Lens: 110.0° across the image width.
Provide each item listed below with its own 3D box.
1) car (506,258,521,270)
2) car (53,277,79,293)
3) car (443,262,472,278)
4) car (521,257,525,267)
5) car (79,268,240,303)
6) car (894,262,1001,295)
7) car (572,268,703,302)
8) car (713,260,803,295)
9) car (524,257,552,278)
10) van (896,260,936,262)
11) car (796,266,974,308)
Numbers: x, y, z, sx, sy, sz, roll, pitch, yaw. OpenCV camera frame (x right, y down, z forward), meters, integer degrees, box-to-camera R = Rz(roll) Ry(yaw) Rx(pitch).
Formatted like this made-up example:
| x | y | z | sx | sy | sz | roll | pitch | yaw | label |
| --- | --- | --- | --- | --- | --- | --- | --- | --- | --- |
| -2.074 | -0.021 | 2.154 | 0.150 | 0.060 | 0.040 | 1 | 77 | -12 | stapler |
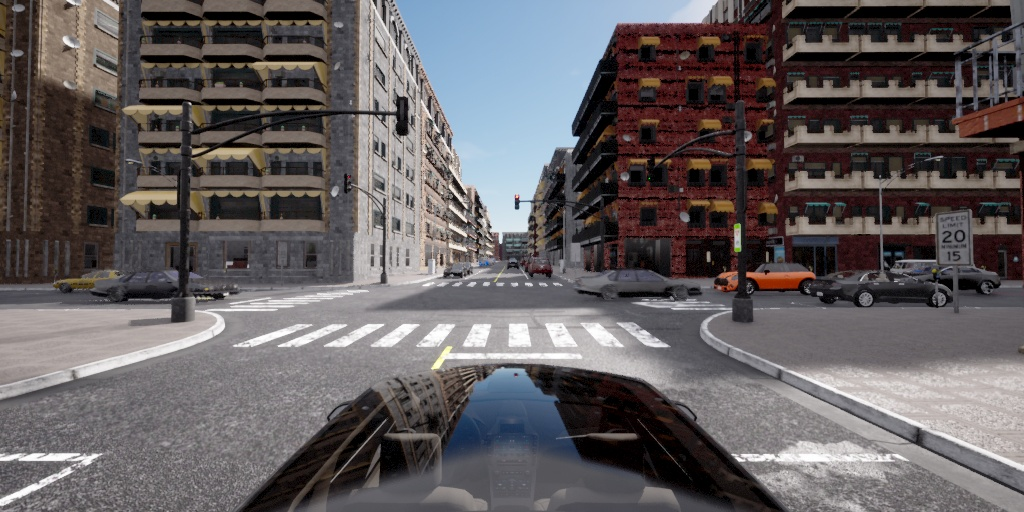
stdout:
| x | y | z | sx | sy | sz | roll | pitch | yaw | label |
| --- | --- | --- | --- | --- | --- | --- | --- | --- | --- |
| 0.162 | 1.297 | 54.649 | 1.837 | 1.490 | 4.892 | 0 | 0 | 0 | car |
| -24.420 | 1.436 | 21.481 | 4.829 | 1.417 | 1.751 | 0 | 0 | 0 | car |
| -5.277 | 1.328 | 33.736 | 1.948 | 1.339 | 4.313 | 0 | 0 | 0 | car |
| 2.617 | 1.086 | 44.895 | 2.192 | 1.841 | 5.009 | 0 | 0 | 0 | car |
| -15.368 | 1.316 | 16.010 | 5.357 | 1.411 | 2.033 | 0 | -1 | 1 | car |
| 22.419 | 1.220 | 18.865 | 4.902 | 1.511 | 2.128 | 0 | -1 | 0 | car |
| 5.436 | 1.256 | 15.975 | 5.357 | 1.411 | 2.033 | 0 | -1 | 0 | car |
| 13.224 | 1.102 | 18.929 | 4.553 | 1.767 | 2.097 | 0 | -1 | 1 | car |
| 2.604 | 1.076 | 33.772 | 2.192 | 1.841 | 5.009 | 0 | 0 | 0 | car |
| 24.926 | 1.115 | 21.305 | 3.998 | 1.789 | 1.690 | 0 | 0 | 0 | van |
| 13.759 | 1.185 | 13.466 | 4.403 | 1.370 | 2.007 | 0 | 0 | 0 | car |
